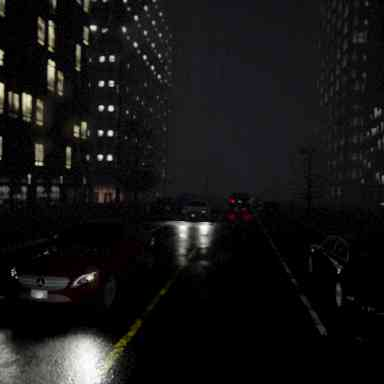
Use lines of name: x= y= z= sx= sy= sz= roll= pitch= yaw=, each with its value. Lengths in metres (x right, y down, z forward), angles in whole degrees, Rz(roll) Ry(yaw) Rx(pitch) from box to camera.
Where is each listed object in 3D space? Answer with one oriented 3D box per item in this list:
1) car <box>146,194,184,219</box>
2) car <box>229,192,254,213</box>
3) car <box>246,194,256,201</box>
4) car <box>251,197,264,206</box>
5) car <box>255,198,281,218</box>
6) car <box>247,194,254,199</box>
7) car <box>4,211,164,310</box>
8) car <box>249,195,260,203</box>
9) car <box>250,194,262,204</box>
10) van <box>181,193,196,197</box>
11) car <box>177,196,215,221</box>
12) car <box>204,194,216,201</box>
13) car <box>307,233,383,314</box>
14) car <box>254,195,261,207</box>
car: x=-2.175 y=1.164 z=25.422 sx=1.967 sy=1.590 sz=4.097 roll=1 pitch=0 yaw=8
car: x=5.173 y=1.058 z=35.768 sx=2.150 sy=2.045 sz=5.566 roll=2 pitch=0 yaw=9
car: x=13.380 y=1.198 z=75.731 sx=1.882 sy=1.535 sz=5.008 roll=2 pitch=1 yaw=8
car: x=10.222 y=1.420 z=52.106 sx=1.802 sy=1.307 sz=4.206 roll=1 pitch=0 yaw=8
car: x=6.932 y=1.505 z=29.777 sx=1.947 sy=1.339 sz=4.313 roll=1 pitch=0 yaw=8
car: x=16.006 y=1.180 z=91.351 sx=1.752 sy=1.417 sz=4.829 roll=1 pitch=0 yaw=8
car: x=-2.156 y=1.399 z=7.741 sx=1.812 sy=1.442 sz=4.674 roll=2 pitch=0 yaw=8
car: x=11.867 y=1.353 z=63.271 sx=1.947 sy=1.339 sz=4.313 roll=1 pitch=0 yaw=8
car: x=11.047 y=1.253 z=57.687 sx=1.967 sy=1.590 sz=4.097 roll=1 pitch=0 yaw=8
van: x=-0.529 y=1.016 z=36.584 sx=1.690 sy=1.788 sz=3.998 roll=1 pitch=0 yaw=8
car: x=0.418 y=1.324 z=25.148 sx=1.812 sy=1.442 sz=4.674 roll=2 pitch=1 yaw=9
car: x=2.757 y=1.155 z=58.910 sx=1.802 sy=1.307 sz=4.206 roll=1 pitch=0 yaw=8
car: x=3.770 y=1.591 z=7.430 sx=2.008 sy=1.369 sz=4.403 roll=1 pitch=0 yaw=8
car: x=9.400 y=1.429 z=46.524 sx=1.947 sy=1.339 sz=4.313 roll=1 pitch=0 yaw=8
